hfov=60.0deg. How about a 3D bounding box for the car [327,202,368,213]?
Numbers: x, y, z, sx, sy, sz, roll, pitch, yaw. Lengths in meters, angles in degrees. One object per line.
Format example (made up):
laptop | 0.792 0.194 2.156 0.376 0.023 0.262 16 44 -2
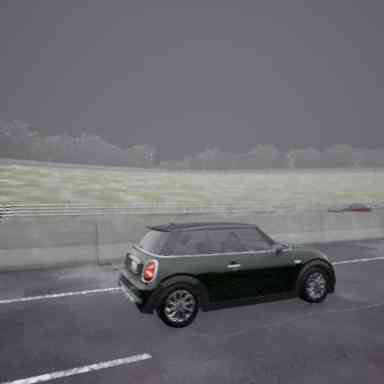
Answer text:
car | 15.903 1.812 33.735 5.008 1.535 1.882 0 0 -25

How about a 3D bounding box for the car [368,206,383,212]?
car | 19.556 1.815 31.580 4.902 1.511 2.128 0 0 -25

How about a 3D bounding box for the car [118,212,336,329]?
car | 0.835 1.409 7.134 4.553 1.767 2.097 0 -1 -25
